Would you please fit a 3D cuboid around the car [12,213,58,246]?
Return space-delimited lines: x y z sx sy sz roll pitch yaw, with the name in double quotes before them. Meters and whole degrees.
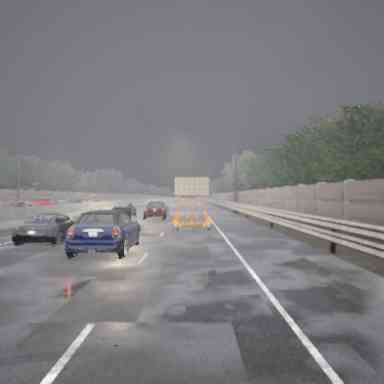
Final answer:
"car" -6.894 1.733 16.296 1.994 1.385 4.181 0 -1 0

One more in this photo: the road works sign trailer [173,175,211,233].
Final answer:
"road works sign trailer" 0.007 0.689 21.504 2.380 3.560 2.880 0 -1 0

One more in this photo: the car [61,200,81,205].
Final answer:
"car" -17.563 1.896 48.487 2.097 1.767 4.553 0 -1 0

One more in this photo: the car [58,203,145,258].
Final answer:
"car" -3.395 1.491 13.532 2.097 1.767 4.553 0 -1 0

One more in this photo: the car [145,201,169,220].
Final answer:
"car" -3.390 1.697 32.240 2.097 1.767 4.553 0 -1 0

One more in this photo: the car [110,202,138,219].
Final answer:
"car" -6.890 1.845 34.155 1.882 1.535 5.008 0 -1 0

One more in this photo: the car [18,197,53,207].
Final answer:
"car" -21.067 1.729 45.808 2.150 2.045 5.566 0 0 0

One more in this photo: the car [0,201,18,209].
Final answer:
"car" -24.563 2.015 46.069 1.837 1.490 4.892 0 0 0
